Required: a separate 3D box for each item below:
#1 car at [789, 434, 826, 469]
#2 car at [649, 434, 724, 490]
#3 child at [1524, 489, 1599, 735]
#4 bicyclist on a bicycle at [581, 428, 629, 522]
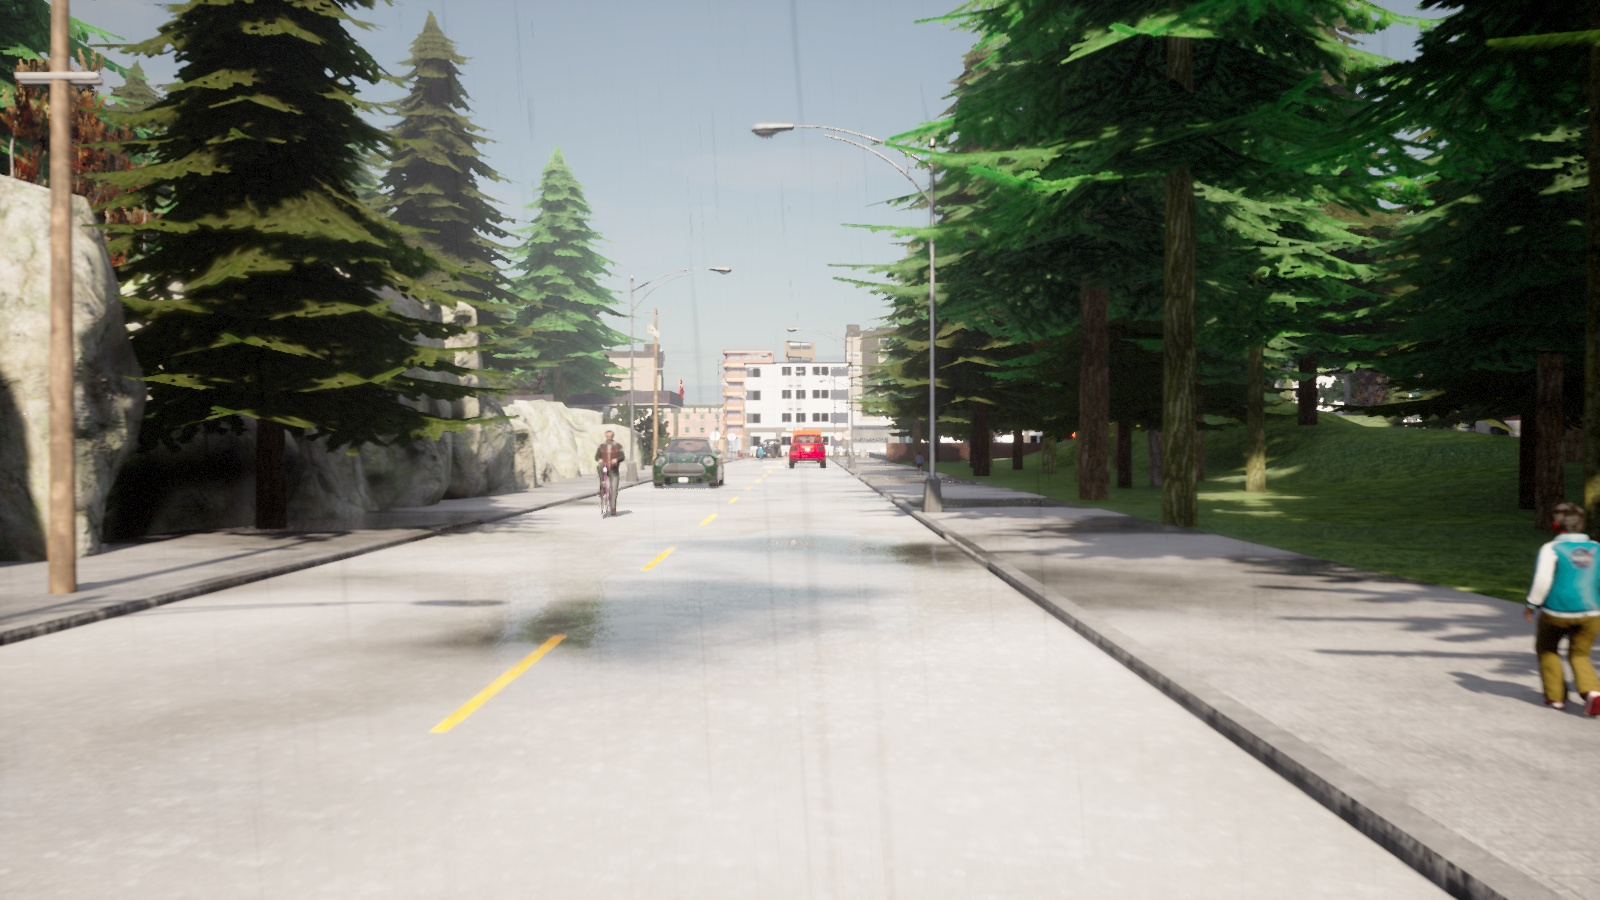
[{"bbox_3d":[0.450,0.041,75.728,2.150,2.045,5.566,0,1,0],"label":"car"},{"bbox_3d":[-3.741,0.364,42.275,2.097,1.767,4.553,0,0,0],"label":"car"},{"bbox_3d":[3.966,0.803,6.383,0.343,1.192,0.448,0,0,7],"label":"child"},{"bbox_3d":[-3.842,0.474,24.867,0.659,1.776,1.843,0,0,0],"label":"bicyclist on a bicycle"}]
